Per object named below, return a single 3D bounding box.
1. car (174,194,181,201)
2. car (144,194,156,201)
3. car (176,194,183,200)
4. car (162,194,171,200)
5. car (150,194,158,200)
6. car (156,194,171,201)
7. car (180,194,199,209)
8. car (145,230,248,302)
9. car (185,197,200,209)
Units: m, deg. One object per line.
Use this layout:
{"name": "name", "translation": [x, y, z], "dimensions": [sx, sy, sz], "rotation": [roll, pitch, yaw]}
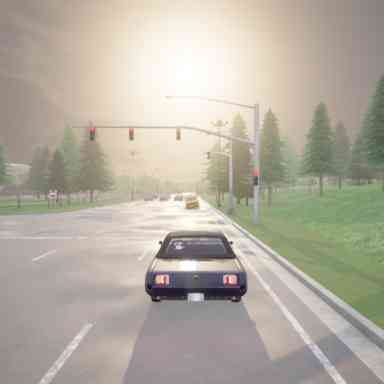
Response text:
{"name": "car", "translation": [-3.356, 1.524, 80.901], "dimensions": [1.994, 1.385, 4.181], "rotation": [0, 0, 0]}
{"name": "car", "translation": [-10.357, 1.511, 80.497], "dimensions": [2.033, 1.411, 5.357], "rotation": [0, 0, 0]}
{"name": "car", "translation": [-3.338, 1.333, 90.904], "dimensions": [1.812, 1.442, 4.674], "rotation": [0, 0, 0]}
{"name": "car", "translation": [-6.838, 1.349, 90.911], "dimensions": [2.033, 1.411, 5.357], "rotation": [0, 0, 0]}
{"name": "car", "translation": [-10.338, 1.309, 90.917], "dimensions": [1.837, 1.490, 4.892], "rotation": [0, 0, 0]}
{"name": "car", "translation": [-6.857, 1.511, 80.491], "dimensions": [2.033, 1.411, 5.357], "rotation": [0, 0, 0]}
{"name": "car", "translation": [-0.124, 1.056, 46.436], "dimensions": [1.882, 1.535, 5.008], "rotation": [-8, 16, -2]}
{"name": "car", "translation": [0.094, 1.599, 8.191], "dimensions": [1.895, 1.301, 4.718], "rotation": [0, 0, 0]}
{"name": "car", "translation": [0.080, 1.575, 49.856], "dimensions": [2.033, 1.411, 5.357], "rotation": [0, 2, 0]}
